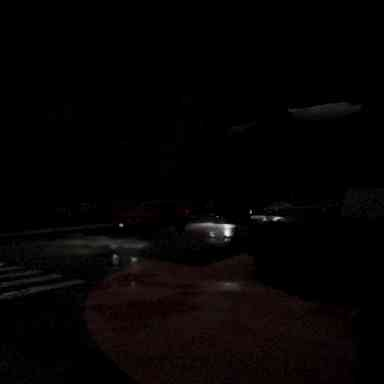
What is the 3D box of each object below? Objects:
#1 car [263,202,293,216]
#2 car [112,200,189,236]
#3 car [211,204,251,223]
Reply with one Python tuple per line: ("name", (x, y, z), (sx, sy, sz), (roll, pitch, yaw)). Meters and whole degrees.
("car", (9.762, 1.837, 37.345), (1.812, 1.442, 4.674), (-1, 0, 40))
("car", (-2.423, 1.539, 21.118), (2.150, 2.045, 5.566), (-1, 0, 36))
("car", (3.534, 1.821, 29.318), (1.837, 1.490, 4.892), (-1, 0, 37))
